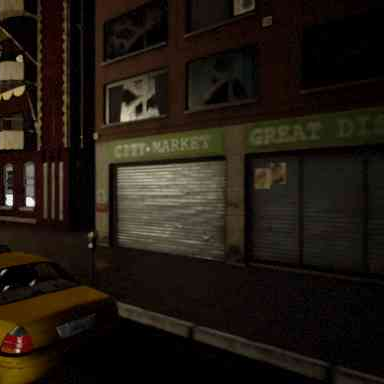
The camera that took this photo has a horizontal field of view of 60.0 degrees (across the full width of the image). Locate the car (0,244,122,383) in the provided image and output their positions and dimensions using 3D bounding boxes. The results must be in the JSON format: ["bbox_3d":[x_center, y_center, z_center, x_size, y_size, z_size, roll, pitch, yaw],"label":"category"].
[{"bbox_3d":[-3.198,1.500,5.156,4.829,1.417,1.752,0,0,35],"label":"car"}]
